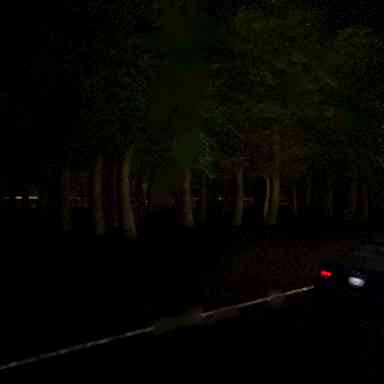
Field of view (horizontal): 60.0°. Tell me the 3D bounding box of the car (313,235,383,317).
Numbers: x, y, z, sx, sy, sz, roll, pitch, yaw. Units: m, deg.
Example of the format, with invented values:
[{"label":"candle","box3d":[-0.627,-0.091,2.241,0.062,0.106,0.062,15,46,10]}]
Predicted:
[{"label":"car","box3d":[4.898,1.632,7.240,5.357,1.411,2.033,1,0,-35]}]
